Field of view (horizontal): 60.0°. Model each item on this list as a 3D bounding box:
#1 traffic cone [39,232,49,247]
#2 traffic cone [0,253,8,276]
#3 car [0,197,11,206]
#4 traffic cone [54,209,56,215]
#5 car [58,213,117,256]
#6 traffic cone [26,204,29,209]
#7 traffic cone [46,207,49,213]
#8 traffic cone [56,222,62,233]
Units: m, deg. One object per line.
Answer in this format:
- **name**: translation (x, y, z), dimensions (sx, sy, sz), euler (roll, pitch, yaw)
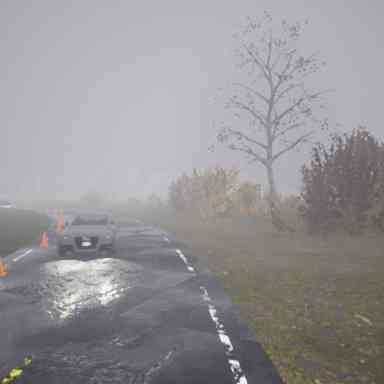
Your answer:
- **traffic cone**: translation (-6.087, 1.942, 13.730), dimensions (0.340, 0.580, 0.340), euler (0, 0, -13)
- **traffic cone**: translation (-5.203, 1.947, 8.994), dimensions (0.340, 0.580, 0.340), euler (0, 0, -8)
- **car**: translation (-31.092, 1.543, 53.569), dimensions (4.181, 1.385, 1.994), euler (0, -1, 32)
- **traffic cone**: translation (-13.001, 1.912, 31.648), dimensions (0.340, 0.580, 0.340), euler (1, 0, -30)
- **car**: translation (-3.974, 1.557, 13.144), dimensions (1.994, 1.385, 4.181), euler (0, 0, -13)
- **traffic cone**: translation (-21.447, 1.909, 43.346), dimensions (0.340, 0.580, 0.340), euler (1, -1, -42)
- **traffic cone**: translation (-15.528, 1.909, 35.750), dimensions (0.340, 0.580, 0.340), euler (1, 0, -34)
- **traffic cone**: translation (-7.317, 1.935, 18.387), dimensions (0.340, 0.580, 0.340), euler (0, 0, -17)
